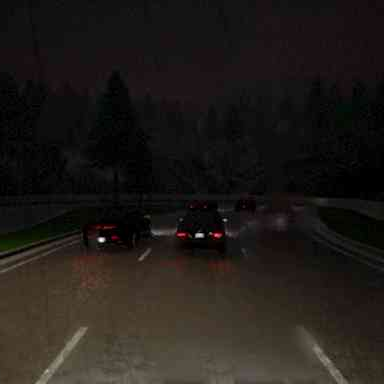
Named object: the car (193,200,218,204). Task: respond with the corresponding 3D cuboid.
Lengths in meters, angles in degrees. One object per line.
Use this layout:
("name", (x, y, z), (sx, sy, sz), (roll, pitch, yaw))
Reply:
("car", (1.191, 1.363, 31.600), (1.895, 1.301, 4.718), (0, 0, 16))

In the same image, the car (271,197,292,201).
("car", (9.299, 1.217, 34.598), (1.882, 1.535, 5.008), (0, 0, 15))

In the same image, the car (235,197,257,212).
("car", (5.696, 1.217, 34.611), (1.882, 1.535, 5.008), (0, 0, 16))

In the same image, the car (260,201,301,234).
("car", (4.780, 1.426, 18.220), (1.994, 1.385, 4.181), (0, 0, 13))

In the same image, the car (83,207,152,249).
("car", (-2.977, 1.398, 14.057), (1.837, 1.490, 4.892), (0, 0, 5))

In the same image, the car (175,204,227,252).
("car", (0.432, 1.446, 13.399), (2.033, 1.411, 5.357), (0, 0, 4))
